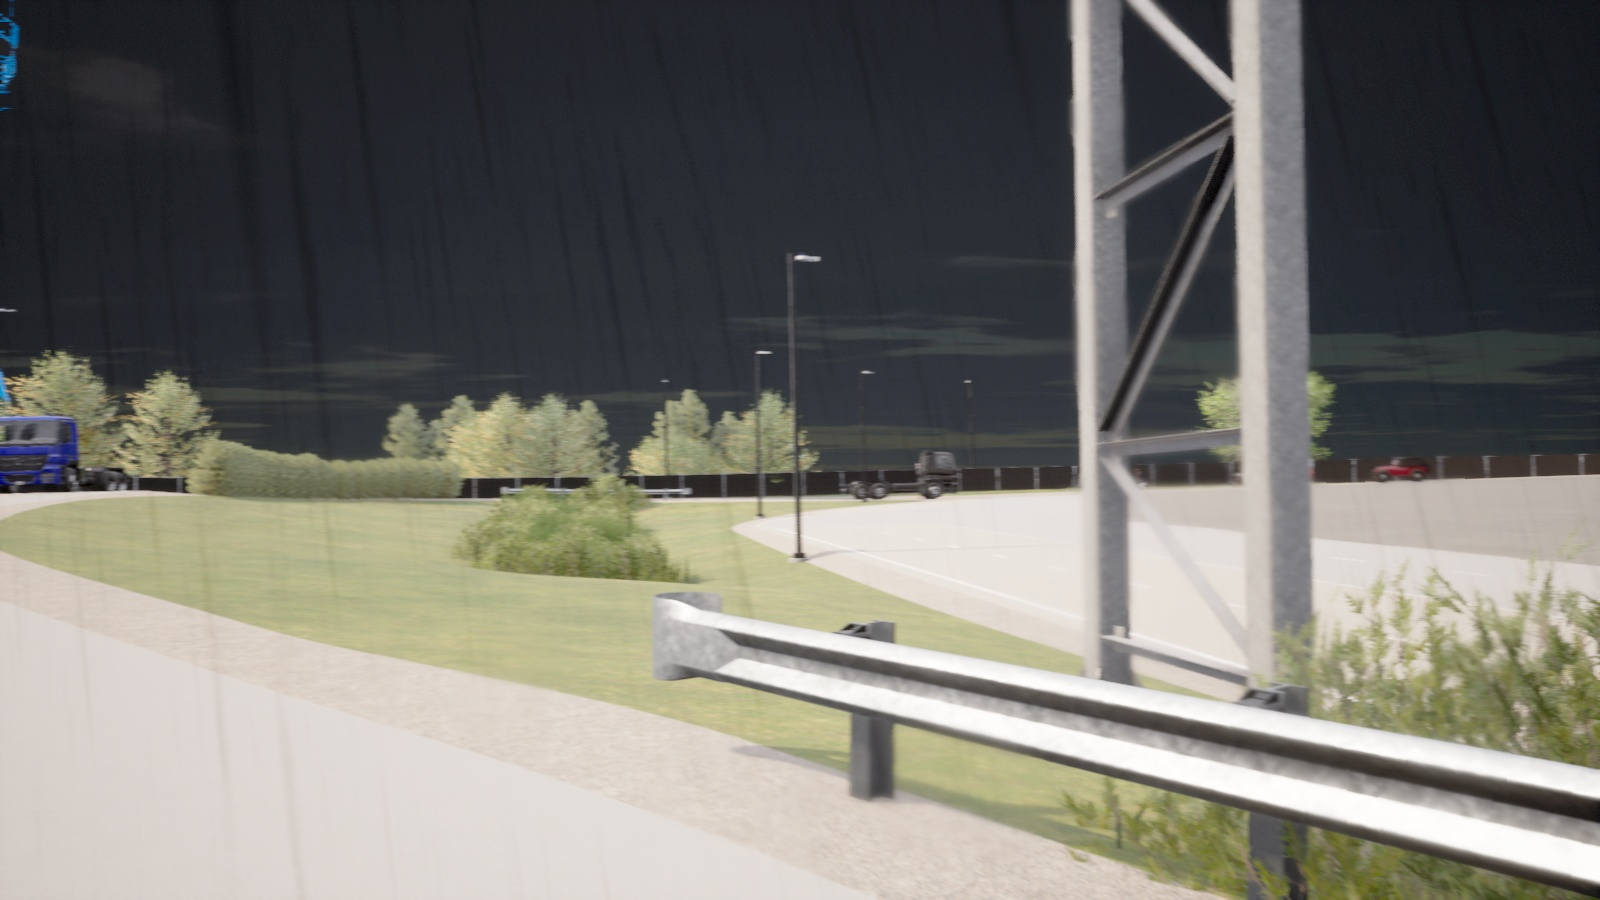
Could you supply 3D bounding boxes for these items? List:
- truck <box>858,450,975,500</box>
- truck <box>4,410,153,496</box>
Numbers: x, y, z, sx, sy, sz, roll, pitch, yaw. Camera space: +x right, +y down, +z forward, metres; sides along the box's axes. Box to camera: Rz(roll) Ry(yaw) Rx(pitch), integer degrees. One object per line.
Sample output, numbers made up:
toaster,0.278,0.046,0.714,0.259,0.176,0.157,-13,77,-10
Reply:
truck,8.208,1.795,89.181,7.936,3.462,2.891,0,-2,-2
truck,-32.477,0.263,56.954,2.891,3.462,7.936,-1,-3,-6
